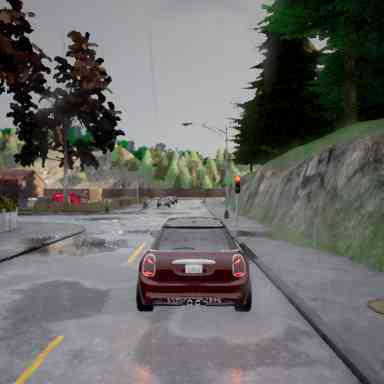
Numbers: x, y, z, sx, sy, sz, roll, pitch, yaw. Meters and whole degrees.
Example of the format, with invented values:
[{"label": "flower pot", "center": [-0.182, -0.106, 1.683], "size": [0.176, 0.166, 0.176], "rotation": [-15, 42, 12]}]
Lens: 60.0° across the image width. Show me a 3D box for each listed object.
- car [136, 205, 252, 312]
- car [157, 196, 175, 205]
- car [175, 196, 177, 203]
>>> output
[{"label": "car", "center": [0.055, 1.352, 7.891], "size": [2.097, 1.767, 4.553], "rotation": [0, 0, 1]}, {"label": "car", "center": [-4.087, 1.491, 49.060], "size": [2.128, 1.511, 4.902], "rotation": [0, 0, 0]}, {"label": "car", "center": [-4.064, 1.526, 59.090], "size": [1.812, 1.442, 4.674], "rotation": [0, 0, 0]}]
